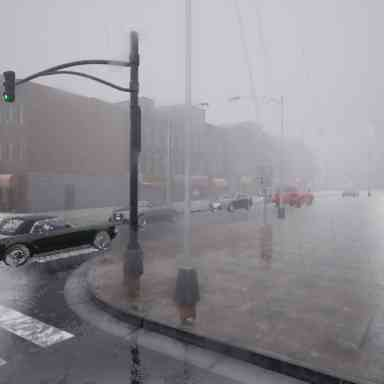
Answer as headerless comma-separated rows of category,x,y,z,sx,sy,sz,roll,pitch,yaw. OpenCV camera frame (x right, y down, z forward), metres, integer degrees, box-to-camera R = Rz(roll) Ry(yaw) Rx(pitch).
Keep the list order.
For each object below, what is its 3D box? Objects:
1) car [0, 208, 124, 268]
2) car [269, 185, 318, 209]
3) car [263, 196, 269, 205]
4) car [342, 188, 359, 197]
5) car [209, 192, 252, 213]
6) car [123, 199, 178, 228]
car,-4.721,1.393,10.755,1.895,1.301,4.718,0,2,35
car,9.465,0.375,30.649,2.150,2.045,5.566,0,2,36
car,9.160,0.572,35.293,1.812,1.442,4.674,0,2,36
car,25.047,0.088,52.483,2.033,1.411,5.357,0,2,35
car,3.193,0.794,26.934,2.128,1.511,4.902,0,2,35
car,-2.640,1.127,18.754,1.994,1.385,4.181,0,2,36
